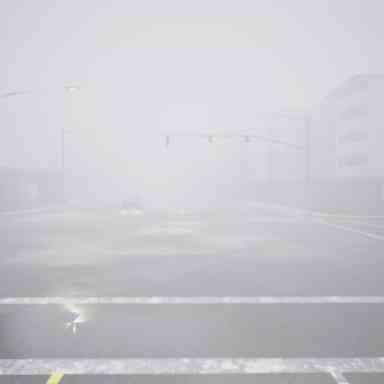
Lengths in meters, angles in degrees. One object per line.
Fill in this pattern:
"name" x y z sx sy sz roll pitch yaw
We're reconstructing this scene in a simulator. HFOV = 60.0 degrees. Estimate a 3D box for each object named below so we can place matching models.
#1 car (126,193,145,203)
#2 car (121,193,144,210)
"car" -9.195 0.883 53.624 2.128 1.511 4.902 0 1 -20
"car" -6.462 1.157 36.836 2.033 1.411 5.357 0 1 -1
